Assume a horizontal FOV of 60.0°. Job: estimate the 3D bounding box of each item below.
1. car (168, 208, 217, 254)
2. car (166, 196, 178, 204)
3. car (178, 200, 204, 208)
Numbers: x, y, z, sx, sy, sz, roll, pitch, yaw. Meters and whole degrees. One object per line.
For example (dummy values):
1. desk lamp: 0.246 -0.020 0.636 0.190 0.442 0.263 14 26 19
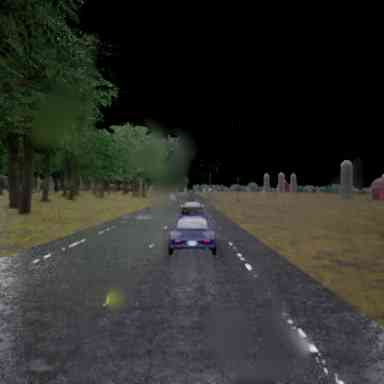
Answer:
1. car: 0.027 1.612 13.882 1.812 1.442 4.674 0 0 0
2. car: -3.503 1.441 60.101 1.812 1.442 4.674 0 0 1
3. car: 0.036 1.549 29.221 1.882 1.535 5.008 0 0 0
